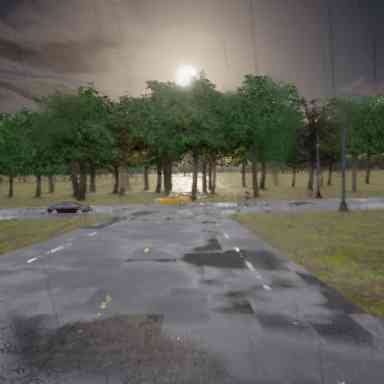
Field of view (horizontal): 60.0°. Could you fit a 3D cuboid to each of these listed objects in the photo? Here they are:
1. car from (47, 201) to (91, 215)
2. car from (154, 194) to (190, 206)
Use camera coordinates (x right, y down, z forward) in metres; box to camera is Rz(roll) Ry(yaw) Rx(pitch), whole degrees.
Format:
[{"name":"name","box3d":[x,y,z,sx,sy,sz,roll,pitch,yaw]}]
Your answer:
[{"name":"car","box3d":[-14.357,1.884,38.943,4.892,1.490,1.837,-2,3,0]},{"name":"car","box3d":[-2.818,1.123,46.030,5.008,1.535,1.882,-1,2,-1]}]
